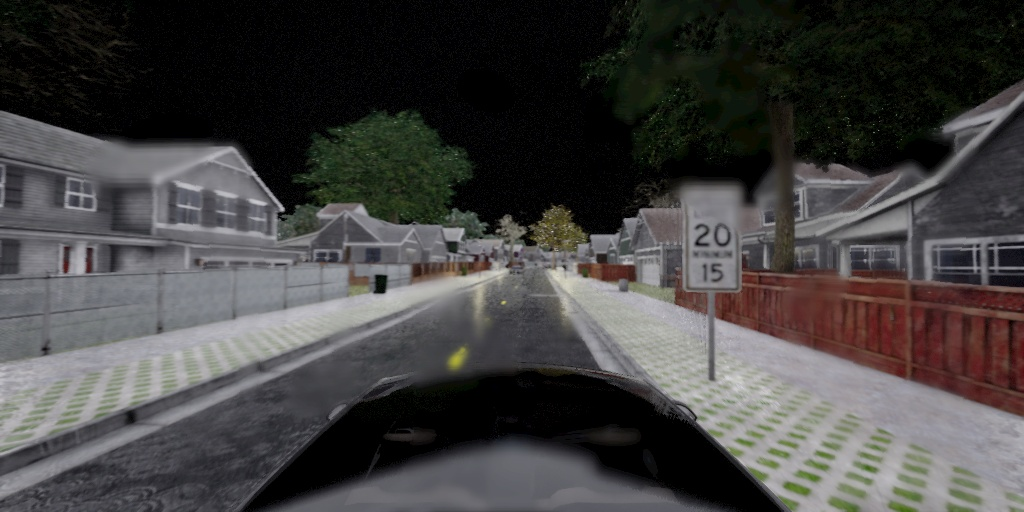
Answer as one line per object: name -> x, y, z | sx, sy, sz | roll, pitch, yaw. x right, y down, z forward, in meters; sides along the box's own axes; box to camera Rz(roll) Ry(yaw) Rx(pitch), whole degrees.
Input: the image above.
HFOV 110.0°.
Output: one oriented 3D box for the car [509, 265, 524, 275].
car -> 0.707, 1.989, 51.522 | 1.994, 1.385, 4.181 | 0, -1, 4
